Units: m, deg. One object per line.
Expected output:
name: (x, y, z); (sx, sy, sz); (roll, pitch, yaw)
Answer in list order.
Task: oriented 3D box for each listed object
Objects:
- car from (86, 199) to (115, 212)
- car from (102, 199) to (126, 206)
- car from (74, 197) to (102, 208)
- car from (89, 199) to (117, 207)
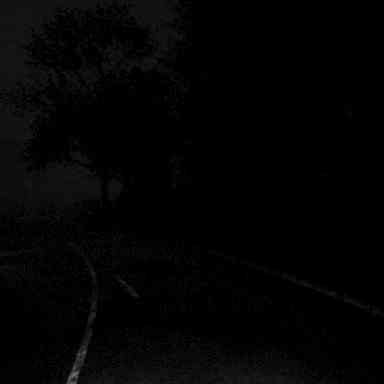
car: (-12.808, 2.111, 47.639); (1.895, 1.301, 4.718); (-1, 0, 9)
car: (-16.897, 2.211, 71.973); (4.674, 1.452, 2.002); (-1, 0, 9)
car: (-18.630, 1.913, 60.804); (5.566, 2.045, 2.435); (-1, 0, 9)
car: (-17.752, 2.170, 66.387); (5.008, 1.535, 2.097); (-1, 0, 9)
